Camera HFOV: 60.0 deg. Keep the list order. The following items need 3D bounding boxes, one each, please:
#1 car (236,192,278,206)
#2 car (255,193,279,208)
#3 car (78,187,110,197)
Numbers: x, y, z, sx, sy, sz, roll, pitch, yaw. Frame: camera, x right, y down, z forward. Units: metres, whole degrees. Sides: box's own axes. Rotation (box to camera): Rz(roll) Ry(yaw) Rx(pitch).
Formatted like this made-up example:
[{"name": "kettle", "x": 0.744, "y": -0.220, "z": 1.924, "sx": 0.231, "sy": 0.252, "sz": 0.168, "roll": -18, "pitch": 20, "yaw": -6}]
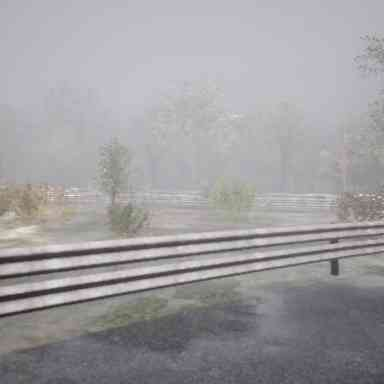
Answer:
[{"name": "car", "x": 7.820, "y": 0.855, "z": 40.495, "sx": 4.902, "sy": 1.511, "sz": 2.128, "roll": 1, "pitch": 2, "yaw": 8}, {"name": "car", "x": 7.340, "y": 0.969, "z": 37.029, "sx": 4.674, "sy": 1.442, "sz": 1.812, "roll": 1, "pitch": 2, "yaw": 8}, {"name": "car", "x": -12.670, "y": 0.108, "z": 43.346, "sx": 4.553, "sy": 1.767, "sz": 2.097, "roll": 2, "pitch": 2, "yaw": 8}]
